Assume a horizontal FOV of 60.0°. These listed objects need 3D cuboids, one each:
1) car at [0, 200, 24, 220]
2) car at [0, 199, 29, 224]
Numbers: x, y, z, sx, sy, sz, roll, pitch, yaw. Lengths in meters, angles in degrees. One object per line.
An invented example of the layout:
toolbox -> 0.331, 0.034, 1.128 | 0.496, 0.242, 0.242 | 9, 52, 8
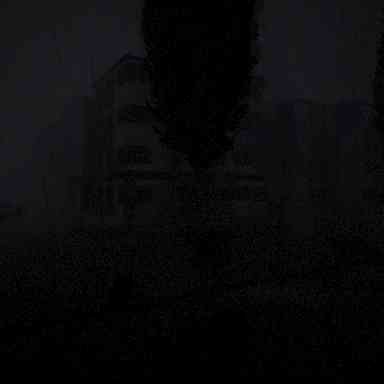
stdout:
car -> -13.745, 1.182, 23.541 | 1.853, 1.218, 4.536 | 0, 1, -2
car -> -13.749, 1.339, 23.594 | 2.038, 1.542, 4.974 | 0, 1, -2
